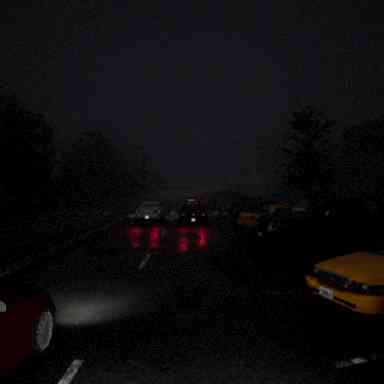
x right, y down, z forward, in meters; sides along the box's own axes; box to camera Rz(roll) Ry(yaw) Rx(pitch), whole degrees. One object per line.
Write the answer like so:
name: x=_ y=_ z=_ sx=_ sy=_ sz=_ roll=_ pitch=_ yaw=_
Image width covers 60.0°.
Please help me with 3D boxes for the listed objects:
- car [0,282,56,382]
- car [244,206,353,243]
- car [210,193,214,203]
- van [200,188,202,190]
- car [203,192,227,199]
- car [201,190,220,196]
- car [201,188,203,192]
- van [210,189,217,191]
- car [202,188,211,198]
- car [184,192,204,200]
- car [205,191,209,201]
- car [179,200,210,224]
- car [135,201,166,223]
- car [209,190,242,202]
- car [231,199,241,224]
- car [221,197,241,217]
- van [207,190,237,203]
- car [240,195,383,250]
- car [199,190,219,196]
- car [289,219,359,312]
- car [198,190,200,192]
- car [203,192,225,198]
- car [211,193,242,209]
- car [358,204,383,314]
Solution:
car: x=-2.902 y=1.522 z=2.978 sx=1.812 sy=1.442 sz=4.674 roll=0 pitch=0 yaw=0
car: x=5.065 y=1.456 z=15.879 sx=4.674 sy=1.452 sz=2.002 roll=1 pitch=1 yaw=-20
car: x=5.041 y=1.199 z=39.899 sx=4.674 sy=1.452 sz=2.002 roll=1 pitch=0 yaw=-20
van: x=4.916 y=0.379 z=78.631 sx=4.442 sy=1.987 sz=1.878 roll=0 pitch=2 yaw=-20
car: x=5.051 y=0.760 z=72.733 sx=4.792 sy=1.488 sz=2.163 roll=0 pitch=1 yaw=-20
car: x=5.040 y=0.336 z=90.632 sx=4.792 sy=1.488 sz=2.163 roll=0 pitch=1 yaw=-20
car: x=5.064 y=0.708 z=57.806 sx=5.566 sy=2.045 sz=2.435 roll=1 pitch=1 yaw=-20
van: x=5.153 y=0.868 z=45.903 sx=4.442 sy=1.987 sz=1.878 roll=1 pitch=0 yaw=-20
car: x=5.016 y=0.775 z=51.810 sx=5.566 sy=2.045 sz=2.435 roll=1 pitch=1 yaw=-20
car: x=0.074 y=1.146 z=41.277 sx=2.128 sy=1.511 sz=4.902 roll=0 pitch=1 yaw=0
car: x=5.034 y=1.060 z=48.845 sx=4.892 sy=1.521 sz=2.231 roll=1 pitch=0 yaw=-20
car: x=0.086 y=1.451 z=23.368 sx=1.895 sy=1.301 sz=4.718 roll=0 pitch=1 yaw=0
car: x=-2.915 y=1.373 z=23.826 sx=1.812 sy=1.442 sz=4.674 roll=0 pitch=1 yaw=0
car: x=5.016 y=1.000 z=42.869 sx=4.553 sy=1.767 sz=2.185 roll=1 pitch=0 yaw=-20
car: x=5.230 y=1.388 z=18.952 sx=5.366 sy=1.575 sz=1.946 roll=1 pitch=0 yaw=-20
car: x=5.029 y=1.355 z=24.875 sx=4.792 sy=1.488 sz=2.163 roll=1 pitch=1 yaw=-20
van: x=4.931 y=0.766 z=54.764 sx=4.442 sy=1.987 sz=1.878 roll=1 pitch=1 yaw=-20
car: x=5.040 y=1.192 z=12.857 sx=5.566 sy=2.045 sz=2.435 roll=1 pitch=1 yaw=-20
car: x=4.839 y=0.226 z=93.535 sx=5.366 sy=1.575 sz=1.946 roll=0 pitch=2 yaw=-20
car: x=4.894 y=1.469 z=6.805 sx=5.366 sy=1.575 sz=1.946 roll=1 pitch=1 yaw=-20
car: x=4.842 y=0.381 z=87.570 sx=5.366 sy=1.575 sz=1.946 roll=0 pitch=2 yaw=-20
car: x=5.018 y=0.707 z=75.705 sx=4.674 sy=1.452 sz=2.002 roll=0 pitch=1 yaw=-20
car: x=5.022 y=1.221 z=36.880 sx=4.792 sy=1.488 sz=2.163 roll=1 pitch=1 yaw=-20
car: x=5.097 y=1.232 z=3.877 sx=5.566 sy=2.045 sz=2.435 roll=1 pitch=0 yaw=-20
